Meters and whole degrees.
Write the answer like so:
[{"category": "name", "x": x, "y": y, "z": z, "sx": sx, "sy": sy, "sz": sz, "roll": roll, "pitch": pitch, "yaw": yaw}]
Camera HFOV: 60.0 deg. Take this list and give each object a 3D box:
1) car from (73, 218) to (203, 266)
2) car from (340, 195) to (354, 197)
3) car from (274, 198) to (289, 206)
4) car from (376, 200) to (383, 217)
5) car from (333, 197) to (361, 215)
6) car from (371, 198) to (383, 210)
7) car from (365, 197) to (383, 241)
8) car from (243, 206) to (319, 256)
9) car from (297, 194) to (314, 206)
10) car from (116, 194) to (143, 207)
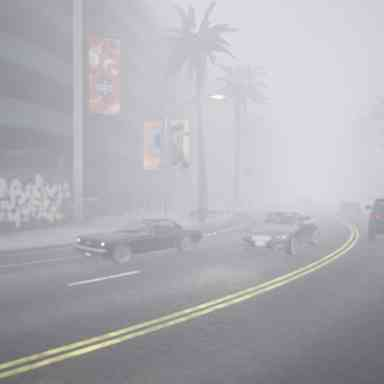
[{"category": "car", "x": -1.784, "y": 1.667, "z": 12.151, "sx": 1.895, "sy": 1.301, "sz": 4.718, "roll": 0, "pitch": 0, "yaw": 43}, {"category": "car", "x": 34.891, "y": 1.511, "z": 73.838, "sx": 2.185, "sy": 1.767, "sz": 4.553, "roll": 0, "pitch": 0, "yaw": 17}, {"category": "car", "x": 13.293, "y": 1.683, "z": 49.423, "sx": 1.812, "sy": 1.442, "sz": 4.674, "roll": 0, "pitch": 0, "yaw": 17}, {"category": "car", "x": 18.917, "y": 1.524, "z": 31.158, "sx": 1.882, "sy": 1.535, "sz": 5.008, "roll": 0, "pitch": 0, "yaw": 17}, {"category": "car", "x": 16.425, "y": 1.581, "z": 34.952, "sx": 1.837, "sy": 1.490, "sz": 4.892, "roll": 0, "pitch": 0, "yaw": 17}, {"category": "car", "x": 26.446, "y": 1.555, "z": 45.702, "sx": 2.231, "sy": 1.521, "sz": 4.892, "roll": 0, "pitch": 0, "yaw": 17}, {"category": "car", "x": 9.895, "y": 1.247, "z": 16.378, "sx": 2.150, "sy": 2.045, "sz": 5.566, "roll": 0, "pitch": 0, "yaw": 28}, {"category": "car", "x": 3.754, "y": 1.536, "z": 13.558, "sx": 2.128, "sy": 1.511, "sz": 4.902, "roll": 0, "pitch": 0, "yaw": 35}, {"category": "car", "x": 17.829, "y": 1.368, "z": 52.328, "sx": 2.150, "sy": 2.045, "sz": 5.566, "roll": 0, "pitch": 0, "yaw": 17}, {"category": "car", "x": -9.145, "y": 1.295, "z": 48.533, "sx": 2.435, "sy": 2.045, "sz": 5.566, "roll": 0, "pitch": 0, "yaw": 17}]
